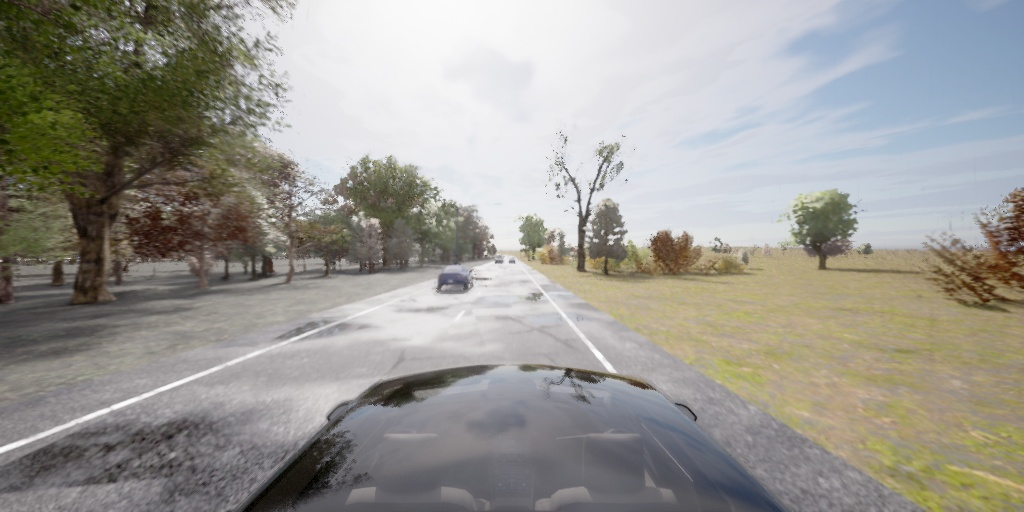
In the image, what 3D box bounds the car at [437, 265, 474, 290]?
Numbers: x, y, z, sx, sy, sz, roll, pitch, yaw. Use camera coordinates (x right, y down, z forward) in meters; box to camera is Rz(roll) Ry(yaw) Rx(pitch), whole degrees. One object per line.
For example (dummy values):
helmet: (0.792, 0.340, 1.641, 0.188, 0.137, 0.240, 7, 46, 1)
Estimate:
car: (-3.496, 1.286, 22.684, 1.812, 1.442, 4.674, 0, 0, 0)
